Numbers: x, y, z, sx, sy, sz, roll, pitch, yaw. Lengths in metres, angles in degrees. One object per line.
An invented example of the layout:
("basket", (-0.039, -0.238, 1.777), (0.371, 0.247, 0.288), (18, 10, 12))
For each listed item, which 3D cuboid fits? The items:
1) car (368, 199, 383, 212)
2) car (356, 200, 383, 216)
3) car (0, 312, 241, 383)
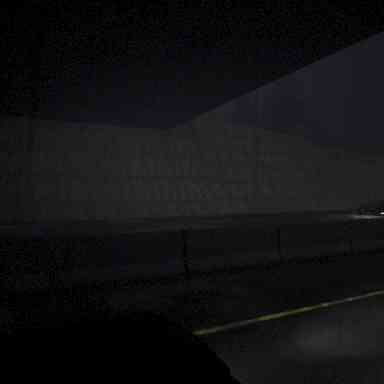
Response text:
("car", (23.411, 1.496, 39.109), (5.357, 1.411, 2.033), (0, 0, -27))
("car", (18.123, 1.484, 32.437), (4.674, 1.442, 1.812), (0, 0, -27))
("car", (-1.897, 1.600, 2.165), (4.718, 1.301, 1.895), (0, 0, -27))
